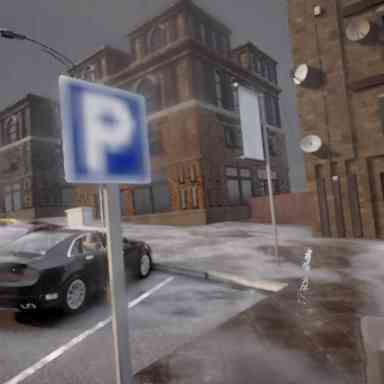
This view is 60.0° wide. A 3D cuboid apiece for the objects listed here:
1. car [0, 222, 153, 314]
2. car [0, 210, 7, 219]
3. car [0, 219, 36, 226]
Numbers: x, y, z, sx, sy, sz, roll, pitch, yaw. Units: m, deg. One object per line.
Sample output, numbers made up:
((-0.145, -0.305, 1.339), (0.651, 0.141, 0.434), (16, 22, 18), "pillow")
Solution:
((-2.593, 1.552, 7.869), (2.231, 1.521, 4.892), (-1, -1, 18), "car")
((-7.422, 1.625, 11.472), (1.946, 1.575, 5.366), (0, -1, 19), "car")
((-4.974, 1.631, 9.762), (2.002, 1.452, 4.674), (0, -1, 19), "car")
